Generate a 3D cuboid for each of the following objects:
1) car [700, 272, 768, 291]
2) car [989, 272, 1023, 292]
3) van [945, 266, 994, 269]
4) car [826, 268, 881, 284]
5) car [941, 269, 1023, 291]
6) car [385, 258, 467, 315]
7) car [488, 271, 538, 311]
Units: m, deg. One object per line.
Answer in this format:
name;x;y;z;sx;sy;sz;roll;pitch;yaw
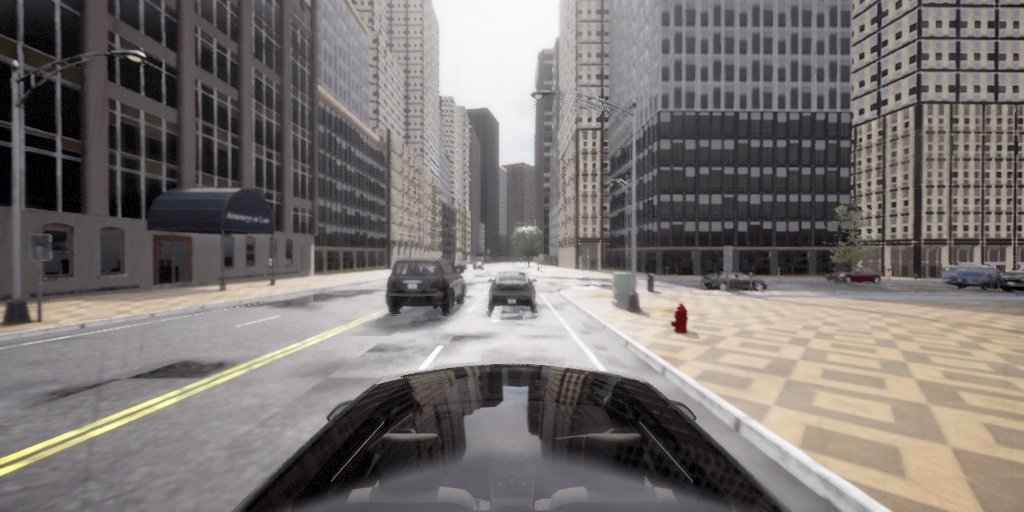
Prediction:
car;15.913;1.818;25.781;4.403;1.370;2.007;0;0;-1
car;38.478;2.059;26.189;4.313;1.339;1.948;0;0;-1
van;44.023;1.837;34.639;3.998;1.789;1.690;0;0;-1
car;32.742;1.824;34.499;4.097;1.591;1.967;0;0;-1
car;38.509;2.024;28.863;5.357;1.411;2.033;1;0;0
car;-3.239;1.102;14.409;2.150;2.045;5.566;0;0;0
car;0.026;1.394;15.341;1.837;1.490;4.892;0;0;1
